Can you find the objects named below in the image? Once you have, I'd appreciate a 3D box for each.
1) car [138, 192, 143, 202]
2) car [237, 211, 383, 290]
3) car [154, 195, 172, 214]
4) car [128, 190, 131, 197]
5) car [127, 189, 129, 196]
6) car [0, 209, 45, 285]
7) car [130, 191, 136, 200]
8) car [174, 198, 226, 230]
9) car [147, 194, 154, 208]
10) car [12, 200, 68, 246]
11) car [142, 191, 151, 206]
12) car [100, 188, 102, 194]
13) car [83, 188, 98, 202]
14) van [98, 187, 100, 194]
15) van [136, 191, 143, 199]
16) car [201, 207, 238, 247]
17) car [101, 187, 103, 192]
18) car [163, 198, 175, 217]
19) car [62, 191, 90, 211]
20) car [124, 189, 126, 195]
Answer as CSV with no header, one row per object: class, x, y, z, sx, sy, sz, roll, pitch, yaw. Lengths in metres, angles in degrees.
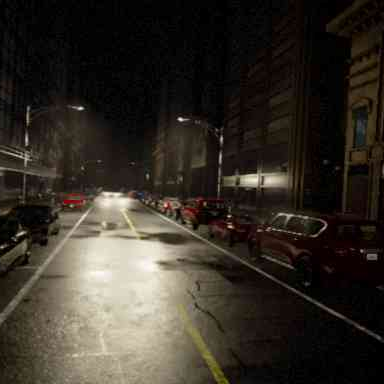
car,-6.189,1.076,47.663,1.802,1.307,4.206,3,0,-14
car,3.372,1.465,9.635,2.192,1.841,5.009,3,0,-14
car,-2.090,1.214,31.365,1.967,1.590,4.097,3,0,-14
car,-11.642,0.667,69.393,1.887,1.381,4.507,3,0,-14
car,-13.001,0.470,74.825,1.967,1.590,4.097,3,0,-14
car,-4.893,1.267,7.544,1.947,1.339,4.313,3,0,-14
car,-10.278,0.760,63.960,1.887,1.381,4.507,3,0,-14
car,0.644,1.276,20.500,2.192,1.841,5.009,3,0,-14
car,-3.460,1.246,36.798,1.947,1.339,4.313,3,0,-14
car,-6.257,1.172,12.976,1.947,1.339,4.313,3,0,-14
car,-4.817,1.028,42.230,1.967,1.590,4.097,3,0,-14
car,-19.895,0.218,67.304,1.887,1.381,4.507,3,0,-14
car,-14.434,0.486,45.572,1.967,1.590,4.097,3,0,-14
van,-18.521,0.108,61.871,1.690,1.788,3.998,3,0,-14
van,-7.540,0.743,53.094,1.690,1.788,3.998,3,0,-14
car,1.994,1.636,15.069,1.802,1.307,4.206,3,0,-14
car,-22.581,0.016,78.005,1.752,1.417,4.829,3,0,-14
car,-0.732,1.433,25.934,1.947,1.339,4.313,3,0,-14
car,-10.348,0.870,29.275,1.887,1.381,4.507,3,0,-14
car,-15.735,0.426,85.690,1.802,1.307,4.206,3,0,-14
